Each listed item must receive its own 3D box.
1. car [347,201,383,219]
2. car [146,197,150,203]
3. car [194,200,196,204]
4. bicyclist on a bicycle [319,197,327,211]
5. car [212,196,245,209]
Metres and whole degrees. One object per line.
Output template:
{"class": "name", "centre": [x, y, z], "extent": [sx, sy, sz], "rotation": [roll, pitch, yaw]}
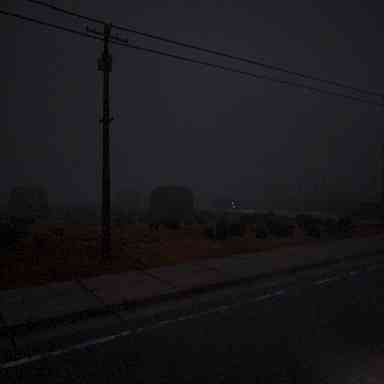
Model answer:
{"class": "car", "centre": [14.395, 1.443, 25.551], "extent": [1.882, 1.535, 5.008], "rotation": [0, 0, -29]}
{"class": "car", "centre": [-6.433, 1.485, 58.812], "extent": [1.837, 1.490, 4.892], "rotation": [0, 0, -32]}
{"class": "car", "centre": [-1.307, 1.566, 57.388], "extent": [1.895, 1.301, 4.718], "rotation": [0, 0, -32]}
{"class": "bicyclist on a bicycle", "centre": [15.083, 1.423, 38.128], "extent": [1.656, 1.620, 0.582], "rotation": [0, 0, -33]}
{"class": "car", "centre": [4.535, 1.316, 41.461], "extent": [2.097, 1.767, 4.553], "rotation": [0, 0, -33]}
